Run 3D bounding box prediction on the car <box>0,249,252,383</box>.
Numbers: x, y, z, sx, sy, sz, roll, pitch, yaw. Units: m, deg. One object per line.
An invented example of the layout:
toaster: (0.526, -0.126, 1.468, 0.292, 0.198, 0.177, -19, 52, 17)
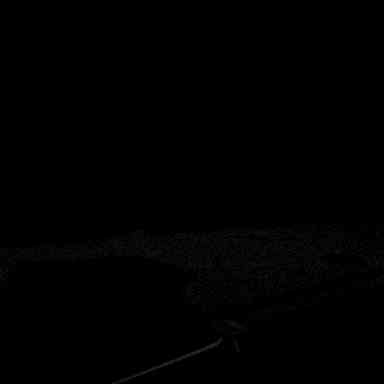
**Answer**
car: (-1.748, 1.352, 2.003, 4.553, 1.767, 2.097, 1, 0, -35)
